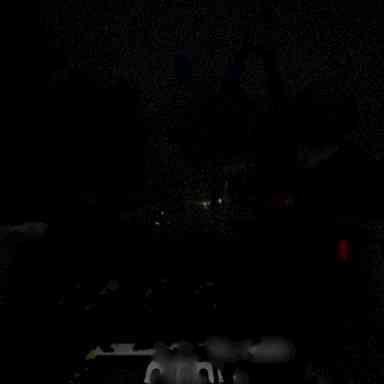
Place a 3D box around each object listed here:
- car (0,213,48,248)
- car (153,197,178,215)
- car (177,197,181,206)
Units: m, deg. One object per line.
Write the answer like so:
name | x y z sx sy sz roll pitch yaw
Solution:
car | -8.434 1.542 13.422 4.718 1.301 1.895 1 0 -18
car | -2.795 1.584 34.143 2.033 1.411 5.357 0 0 0
car | -2.827 1.591 58.858 2.033 1.411 5.357 0 0 0
